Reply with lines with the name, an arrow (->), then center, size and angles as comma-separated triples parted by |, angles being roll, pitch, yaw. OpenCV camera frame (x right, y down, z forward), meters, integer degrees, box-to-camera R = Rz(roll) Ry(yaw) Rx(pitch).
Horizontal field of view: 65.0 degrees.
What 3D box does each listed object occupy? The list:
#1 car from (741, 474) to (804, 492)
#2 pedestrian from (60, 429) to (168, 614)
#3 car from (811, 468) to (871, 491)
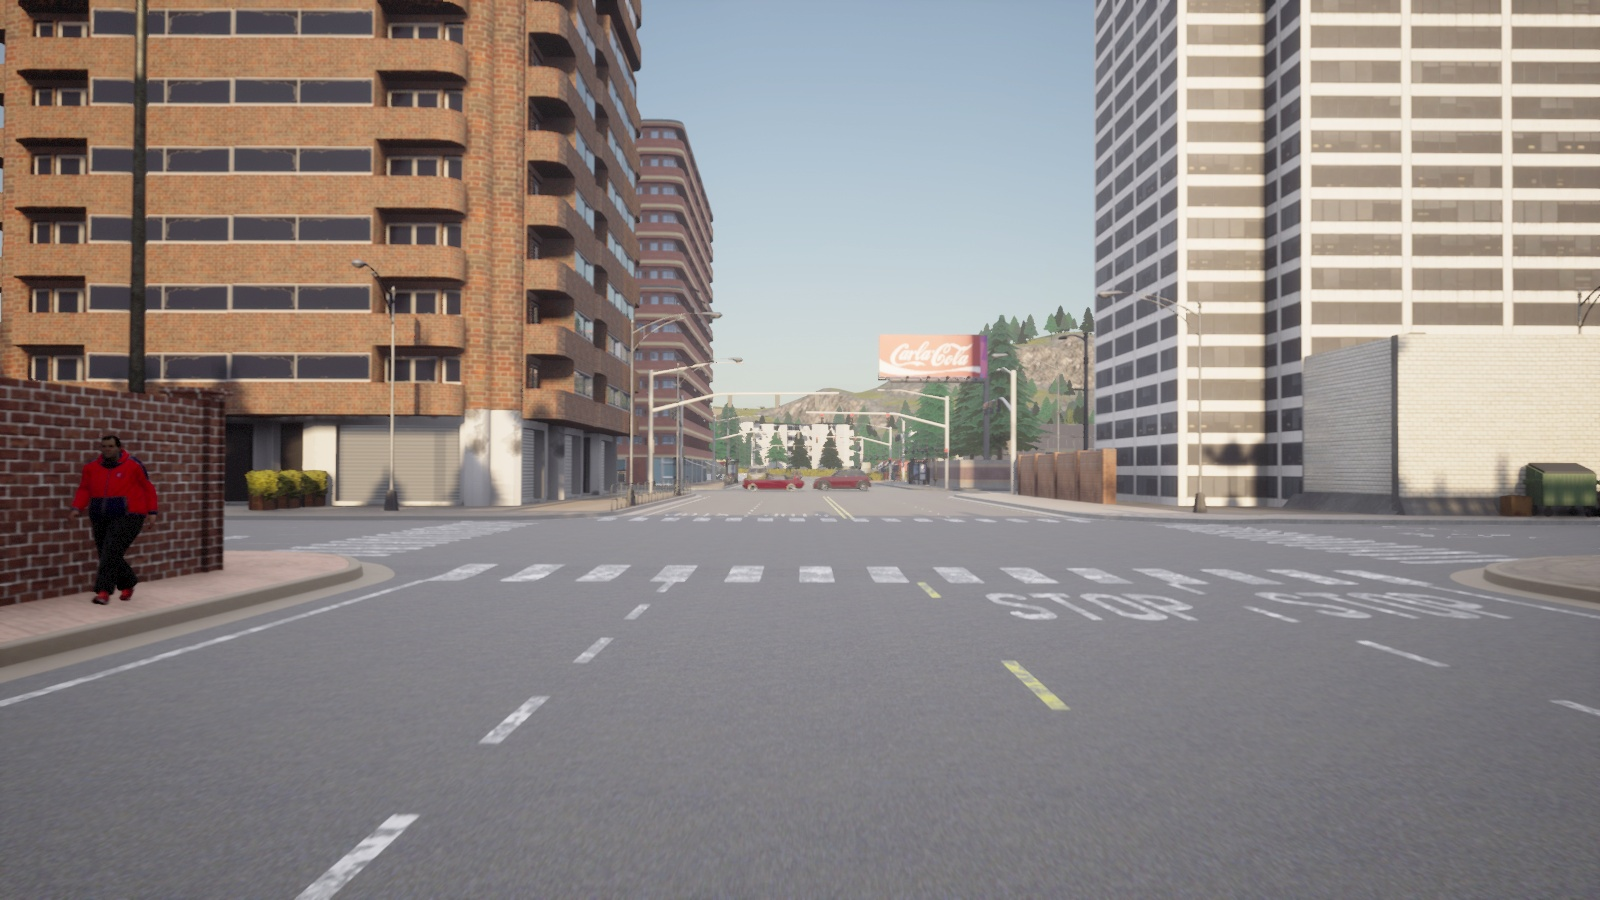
car -> -2.034, 2.500, 94.202 | 4.718, 1.301, 1.895 | 0, -1, 0
pedestrian -> -7.087, 0.719, 13.007 | 0.634, 1.844, 0.899 | 0, -1, -2
car -> 3.161, 2.296, 97.690 | 4.553, 1.767, 2.097 | 0, -1, 0
